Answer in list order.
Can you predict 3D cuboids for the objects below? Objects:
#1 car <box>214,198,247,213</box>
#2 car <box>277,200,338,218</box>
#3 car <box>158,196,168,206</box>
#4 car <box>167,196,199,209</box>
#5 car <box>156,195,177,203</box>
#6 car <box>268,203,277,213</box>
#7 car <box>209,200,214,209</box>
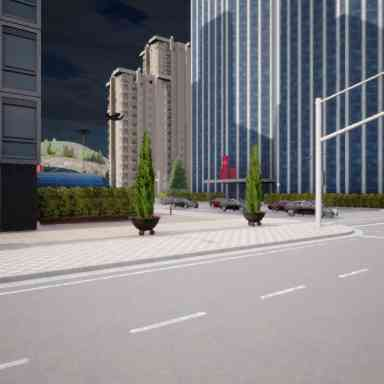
[{"bbox_3d":[5.081,1.491,37.109,2.128,1.511,4.902,0,0,-36],"label":"car"},{"bbox_3d":[10.495,1.491,29.644,2.128,1.511,4.902,0,0,-36],"label":"car"},{"bbox_3d":[-3.008,1.547,54.293,2.033,1.411,5.357,0,0,-36],"label":"car"},{"bbox_3d":[-0.972,1.504,45.481,1.837,1.490,4.892,0,0,-36],"label":"car"},{"bbox_3d":[-5.345,1.498,69.719,2.128,1.511,4.902,0,0,-36],"label":"car"},{"bbox_3d":[10.489,1.601,35.606,1.895,1.301,4.718,0,0,-36],"label":"car"},{"bbox_3d":[4.368,1.478,44.064,1.882,1.535,5.008,0,0,-36],"label":"car"}]
